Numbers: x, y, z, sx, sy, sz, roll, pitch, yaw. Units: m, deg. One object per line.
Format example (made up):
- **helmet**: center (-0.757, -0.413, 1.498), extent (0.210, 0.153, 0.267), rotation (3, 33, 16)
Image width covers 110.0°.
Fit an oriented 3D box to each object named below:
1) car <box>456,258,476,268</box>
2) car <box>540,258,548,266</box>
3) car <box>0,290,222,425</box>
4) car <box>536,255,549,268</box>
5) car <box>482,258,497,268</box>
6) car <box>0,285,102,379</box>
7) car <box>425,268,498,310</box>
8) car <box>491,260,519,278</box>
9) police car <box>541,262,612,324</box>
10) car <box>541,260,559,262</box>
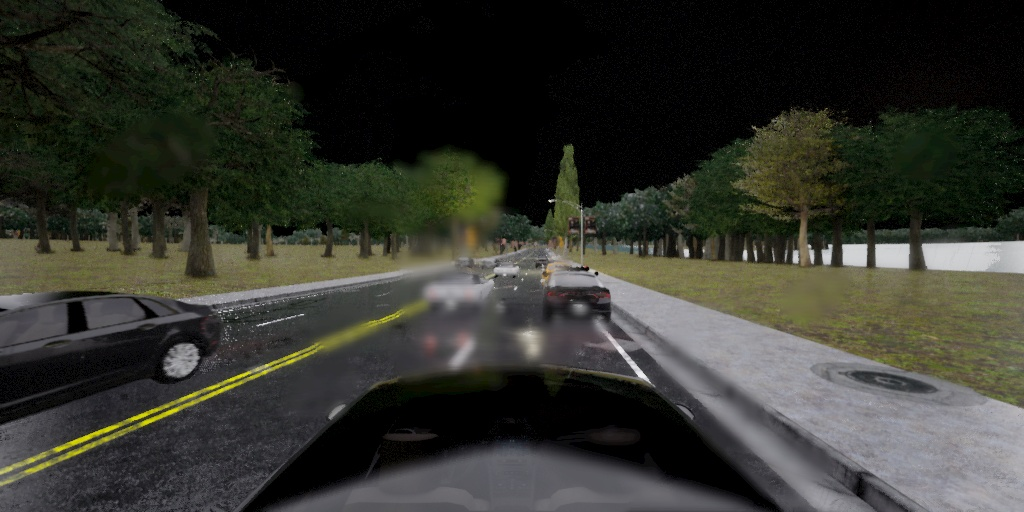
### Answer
- **car**: center (-5.909, 0.934, 46.738), extent (1.812, 1.442, 4.674), rotation (0, 1, 5)
- **car**: center (3.361, 1.154, 27.890), extent (1.882, 1.535, 5.008), rotation (0, 1, 5)
- **car**: center (-6.229, 1.252, 4.368), extent (1.837, 1.490, 4.892), rotation (0, 0, 5)
- **car**: center (4.147, 0.867, 48.618), extent (1.837, 1.490, 4.892), rotation (0, 1, 5)
- **car**: center (-2.708, 0.942, 46.031), extent (1.812, 1.442, 4.674), rotation (0, 1, 5)
- **car**: center (-9.469, 1.294, 4.613), extent (2.033, 1.411, 5.357), rotation (0, 0, 5)
- **car**: center (-1.902, 1.338, 14.594), extent (1.895, 1.301, 4.718), rotation (0, 0, 5)
- **car**: center (-0.414, 1.234, 32.224), extent (1.895, 1.301, 4.718), rotation (0, 1, 5)
- **police car**: center (2.024, 1.165, 12.062), extent (1.930, 1.638, 5.238), rotation (0, 0, 5)
- **car**: center (2.856, 1.195, 21.914), extent (1.882, 1.535, 5.008), rotation (0, 0, 5)
